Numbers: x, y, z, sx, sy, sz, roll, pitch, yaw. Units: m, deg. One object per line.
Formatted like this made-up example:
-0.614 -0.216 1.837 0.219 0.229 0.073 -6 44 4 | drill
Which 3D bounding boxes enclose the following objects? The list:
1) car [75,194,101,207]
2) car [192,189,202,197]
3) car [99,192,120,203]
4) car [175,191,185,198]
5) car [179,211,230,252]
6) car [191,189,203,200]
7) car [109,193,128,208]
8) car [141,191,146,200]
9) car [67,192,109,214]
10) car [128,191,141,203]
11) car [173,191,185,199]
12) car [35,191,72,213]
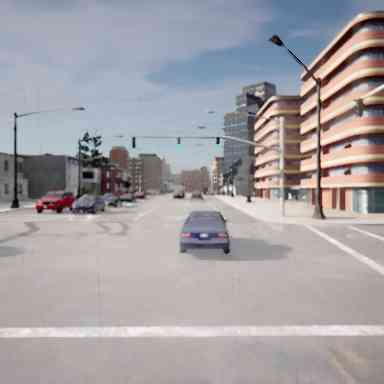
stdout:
-13.220 1.055 42.617 1.812 1.442 4.674 0 1 1 | car
1.001 0.162 72.548 2.097 1.767 4.553 0 1 0 | car
-13.089 0.846 53.204 2.033 1.411 5.357 0 1 0 | car
-2.498 0.449 72.725 1.994 1.385 4.181 0 1 0 | car
0.539 1.465 13.422 2.033 1.411 5.357 0 0 3 | car
0.953 0.599 62.150 2.128 1.511 4.902 0 1 0 | car
-9.735 1.062 40.716 2.128 1.511 4.902 0 1 0 | car
-9.552 0.607 61.001 1.882 1.535 5.008 0 1 0 | car
-9.787 1.087 31.633 2.097 1.767 4.553 0 1 0 | car
-9.632 0.905 50.560 2.033 1.411 5.357 0 1 1 | car
-2.543 0.695 62.689 1.895 1.301 4.718 0 1 0 | car
-13.291 0.938 32.871 2.150 2.045 5.566 0 1 0 | car
